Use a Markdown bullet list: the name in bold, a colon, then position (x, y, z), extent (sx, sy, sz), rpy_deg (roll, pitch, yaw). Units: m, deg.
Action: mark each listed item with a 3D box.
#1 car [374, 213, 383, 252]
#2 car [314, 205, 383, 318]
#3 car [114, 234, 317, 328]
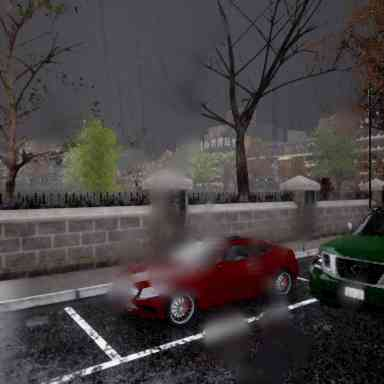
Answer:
- **car**: position (9.372, 1.525, 13.267), extent (4.829, 1.417, 1.752), rpy_deg (0, 0, -36)
- **car**: position (4.771, 1.221, 6.789), extent (5.566, 2.045, 2.150), rpy_deg (0, 0, -36)
- **car**: position (0.505, 1.581, 6.929), extent (4.206, 1.307, 1.802), rpy_deg (0, 0, -36)
